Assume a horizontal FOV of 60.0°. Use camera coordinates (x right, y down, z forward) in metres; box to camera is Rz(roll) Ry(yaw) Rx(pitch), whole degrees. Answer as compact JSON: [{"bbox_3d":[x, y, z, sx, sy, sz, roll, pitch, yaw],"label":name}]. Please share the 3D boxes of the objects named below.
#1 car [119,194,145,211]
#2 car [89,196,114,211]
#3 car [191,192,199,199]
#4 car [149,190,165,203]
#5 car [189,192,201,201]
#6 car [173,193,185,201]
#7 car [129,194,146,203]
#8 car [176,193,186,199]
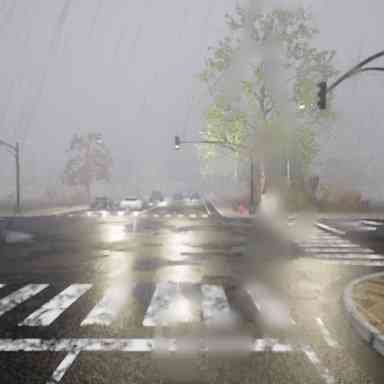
[{"bbox_3d":[-6.508,1.240,35.966,1.812,1.442,4.674,0,1,1],"label":"car"},{"bbox_3d":[-9.778,1.210,36.297,1.837,1.490,4.892,0,2,-1],"label":"car"},{"bbox_3d":[0.763,0.763,75.360,1.837,1.490,4.892,0,1,1],"label":"car"},{"bbox_3d":[-6.045,0.747,58.007,2.150,2.045,5.566,0,0,1],"label":"car"},{"bbox_3d":[0.583,0.966,64.945,1.837,1.490,4.892,0,1,1],"label":"car"},{"bbox_3d":[-2.666,0.939,65.000,1.882,1.535,5.008,0,1,1],"label":"car"},{"bbox_3d":[-9.310,1.079,57.060,2.033,1.411,5.357,0,0,1],"label":"car"},{"bbox_3d":[-2.486,0.857,75.447,1.895,1.301,4.718,0,1,1],"label":"car"}]
